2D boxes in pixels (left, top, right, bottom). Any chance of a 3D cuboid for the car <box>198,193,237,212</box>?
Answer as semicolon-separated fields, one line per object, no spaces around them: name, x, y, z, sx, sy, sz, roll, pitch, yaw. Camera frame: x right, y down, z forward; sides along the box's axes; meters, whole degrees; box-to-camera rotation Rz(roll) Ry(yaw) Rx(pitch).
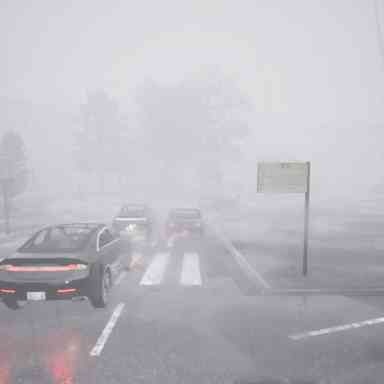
car;2.376;0.819;30.085;2.128;1.511;4.902;3;6;34

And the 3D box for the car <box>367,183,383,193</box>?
car;27.007;-0.626;46.442;4.718;1.301;1.895;-2;5;-14

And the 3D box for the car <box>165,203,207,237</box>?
car;-0.358;1.500;17.582;1.895;1.301;4.718;0;1;-1

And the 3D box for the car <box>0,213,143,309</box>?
car;-2.604;1.478;7.846;2.128;1.511;4.902;0;0;-2

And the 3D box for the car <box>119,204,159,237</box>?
car;-2.883;1.390;17.613;2.128;1.511;4.902;0;1;-1
